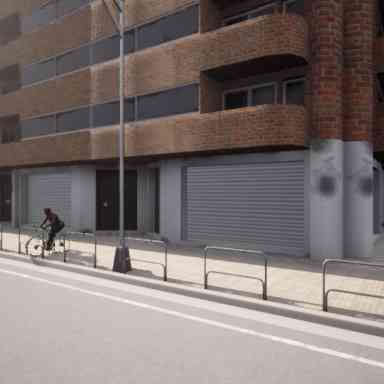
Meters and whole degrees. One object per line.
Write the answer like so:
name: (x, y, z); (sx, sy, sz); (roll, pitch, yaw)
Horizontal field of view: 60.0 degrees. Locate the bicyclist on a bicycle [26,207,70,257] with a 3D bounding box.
bicyclist on a bicycle: (-4.747, 1.337, 11.132); (0.582, 1.620, 1.656); (1, -4, 33)
